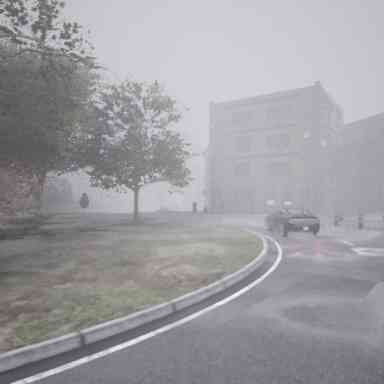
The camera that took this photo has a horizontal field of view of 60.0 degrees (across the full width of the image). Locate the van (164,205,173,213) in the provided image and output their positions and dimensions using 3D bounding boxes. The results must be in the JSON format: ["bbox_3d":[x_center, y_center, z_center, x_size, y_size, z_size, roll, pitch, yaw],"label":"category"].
[{"bbox_3d":[-5.592,4.064,78.574,1.878,1.987,4.442,0,-4,-1],"label":"van"}]

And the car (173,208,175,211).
[{"bbox_3d":[-5.515,3.931,72.959,2.163,1.488,4.792,0,-4,-1],"label":"car"}]

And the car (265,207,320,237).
[{"bbox_3d":[5.587,1.626,19.061,2.128,1.511,4.902,0,-1,-3],"label":"car"}]

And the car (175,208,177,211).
[{"bbox_3d":[-5.732,5.085,89.460,2.002,1.452,4.674,0,-4,-1],"label":"car"}]

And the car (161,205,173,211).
[{"bbox_3d":[-5.426,3.561,67.476,2.002,1.452,4.674,1,-4,-1],"label":"car"}]
